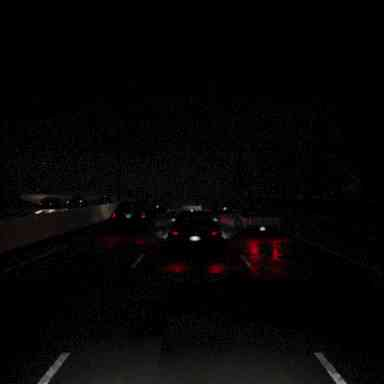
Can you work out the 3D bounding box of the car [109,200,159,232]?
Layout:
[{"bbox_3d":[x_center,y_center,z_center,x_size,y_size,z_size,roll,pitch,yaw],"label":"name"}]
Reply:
[{"bbox_3d":[-3.398,1.330,19.874,2.097,1.767,4.553,0,0,0],"label":"car"}]

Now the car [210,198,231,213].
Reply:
[{"bbox_3d":[3.228,1.465,36.760,1.837,1.490,4.892,0,0,-4],"label":"car"}]

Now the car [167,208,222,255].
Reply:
[{"bbox_3d":[0.099,1.549,13.298,1.994,1.385,4.181,0,0,0],"label":"car"}]

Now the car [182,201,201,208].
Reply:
[{"bbox_3d":[-0.142,1.562,35.157,1.895,1.301,4.718,0,0,-3],"label":"car"}]

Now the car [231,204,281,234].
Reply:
[{"bbox_3d":[3.602,1.580,19.153,1.895,1.301,4.718,0,0,0],"label":"car"}]

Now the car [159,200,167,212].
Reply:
[{"bbox_3d":[-3.828,1.523,37.260,1.994,1.385,4.181,0,0,-4],"label":"car"}]
